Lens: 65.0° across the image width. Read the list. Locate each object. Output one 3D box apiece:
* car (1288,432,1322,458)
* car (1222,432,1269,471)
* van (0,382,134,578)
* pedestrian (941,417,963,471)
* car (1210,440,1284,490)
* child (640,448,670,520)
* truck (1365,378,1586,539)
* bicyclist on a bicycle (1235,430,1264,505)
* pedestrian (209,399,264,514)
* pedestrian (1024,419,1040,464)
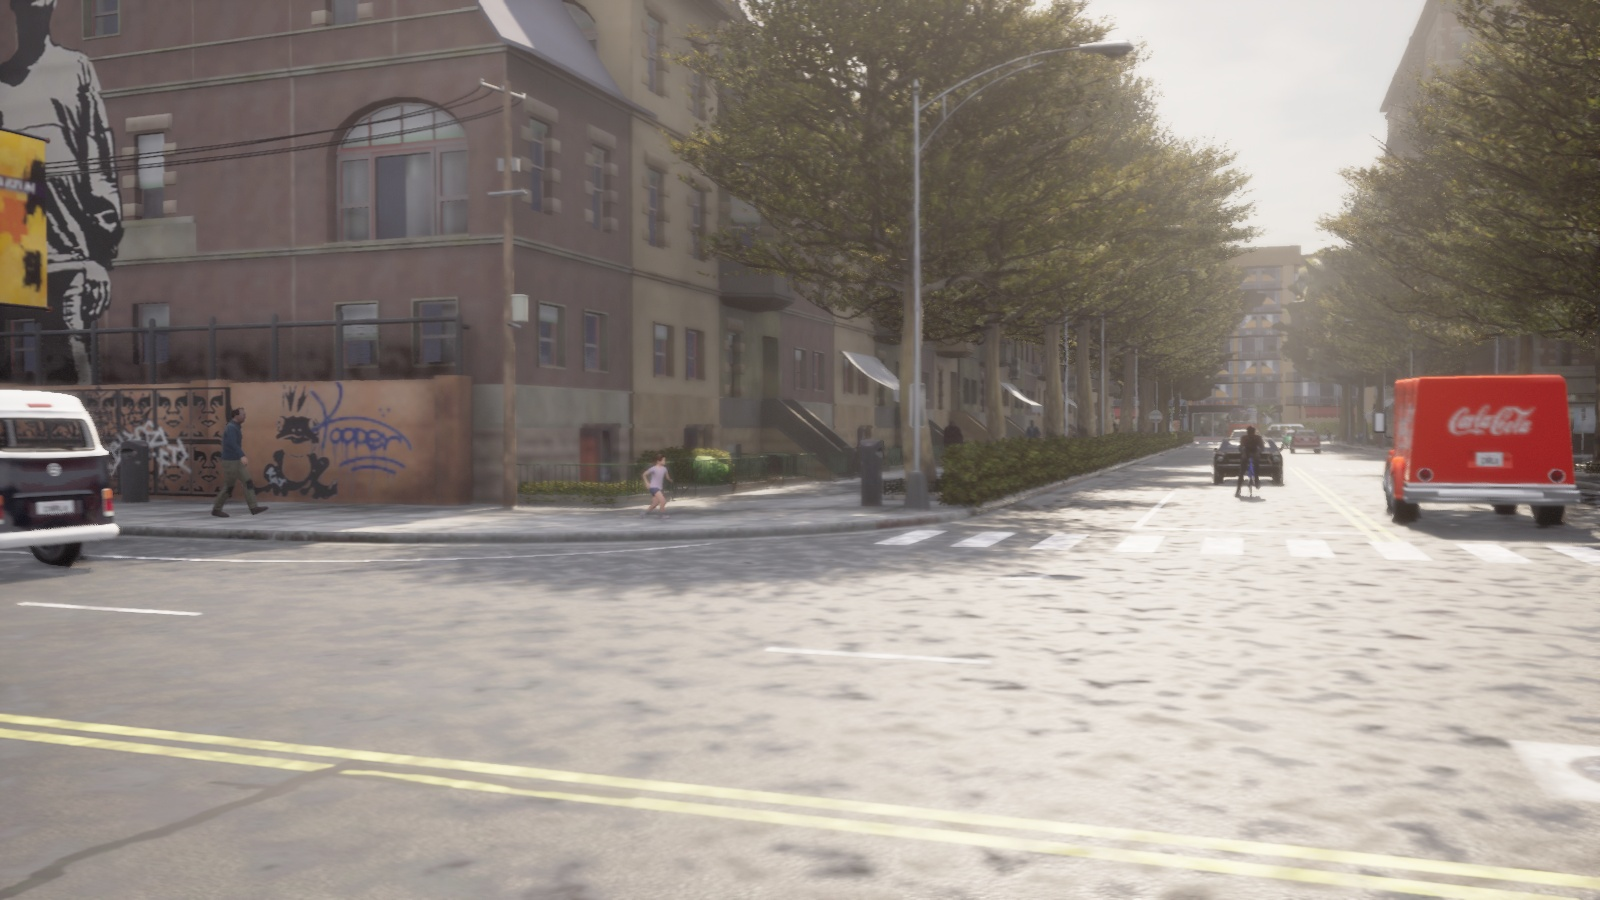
[{"bbox_3d":[31.405,-0.325,78.199,1.789,1.549,3.705,1,1,19],"label":"car"},{"bbox_3d":[18.787,0.024,52.970,1.789,1.549,3.705,1,1,19],"label":"car"},{"bbox_3d":[-10.215,0.260,14.401,4.480,2.038,2.069,1,1,20],"label":"van"},{"bbox_3d":[5.241,-0.209,43.356,0.634,1.844,0.899,1,1,14],"label":"pedestrian"},{"bbox_3d":[12.960,0.390,36.420,1.895,1.301,4.718,1,1,20],"label":"car"},{"bbox_3d":[-2.261,0.526,19.572,0.394,1.110,0.255,1,1,22],"label":"child"},{"bbox_3d":[11.609,0.053,22.070,2.627,2.467,5.204,1,2,20],"label":"truck"},{"bbox_3d":[10.082,0.364,28.194,0.582,1.620,1.656,1,1,19],"label":"bicyclist on a bicycle"},{"bbox_3d":[-9.146,0.096,20.387,0.726,1.842,0.402,0,1,-9],"label":"pedestrian"},{"bbox_3d":[10.304,-0.387,55.691,0.423,1.949,0.788,1,1,33],"label":"pedestrian"}]
